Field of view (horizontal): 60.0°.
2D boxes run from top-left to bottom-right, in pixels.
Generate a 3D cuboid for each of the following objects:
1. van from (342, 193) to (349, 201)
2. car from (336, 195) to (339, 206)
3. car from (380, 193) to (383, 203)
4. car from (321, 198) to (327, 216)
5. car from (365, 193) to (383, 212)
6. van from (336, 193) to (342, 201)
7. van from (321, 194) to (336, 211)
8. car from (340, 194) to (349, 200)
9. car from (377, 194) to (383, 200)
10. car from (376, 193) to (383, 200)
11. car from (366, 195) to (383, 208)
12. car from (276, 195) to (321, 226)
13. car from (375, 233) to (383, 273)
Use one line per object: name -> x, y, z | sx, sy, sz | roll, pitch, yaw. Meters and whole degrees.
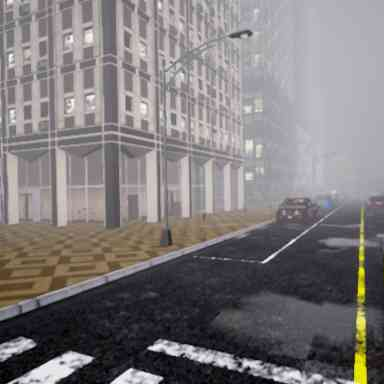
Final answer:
van -> 32.710, 1.003, 72.423 | 1.690, 1.788, 3.998 | -2, 0, 27
car -> 17.510, 1.407, 42.810 | 1.802, 1.307, 4.206 | -2, 0, 27
car -> 34.702, 1.065, 59.047 | 1.967, 1.590, 4.097 | -2, 0, 27
car -> 9.864, 1.473, 28.028 | 1.947, 1.339, 4.313 | -2, 0, 27
car -> 19.468, 1.145, 34.860 | 2.097, 1.767, 4.553 | -1, 0, 28
van -> 20.038, 1.139, 47.747 | 1.690, 1.788, 3.998 | -2, 0, 27
van -> 14.970, 1.193, 37.877 | 1.690, 1.788, 3.998 | -2, 0, 27
car -> 37.783, 1.151, 82.292 | 1.887, 1.381, 4.507 | -2, 0, 27
car -> 42.298, 1.108, 73.834 | 1.947, 1.339, 4.313 | -2, 0, 27
car -> 44.827, 0.955, 78.765 | 1.967, 1.590, 4.097 | -2, 0, 27
car -> 24.113, 1.221, 44.019 | 1.882, 1.535, 5.008 | -1, 0, 27
car -> 7.284, 1.250, 23.116 | 2.192, 1.841, 5.009 | -2, 0, 27
car -> 5.369, 1.436, 7.516 | 2.128, 1.511, 4.902 | -1, 0, 27
